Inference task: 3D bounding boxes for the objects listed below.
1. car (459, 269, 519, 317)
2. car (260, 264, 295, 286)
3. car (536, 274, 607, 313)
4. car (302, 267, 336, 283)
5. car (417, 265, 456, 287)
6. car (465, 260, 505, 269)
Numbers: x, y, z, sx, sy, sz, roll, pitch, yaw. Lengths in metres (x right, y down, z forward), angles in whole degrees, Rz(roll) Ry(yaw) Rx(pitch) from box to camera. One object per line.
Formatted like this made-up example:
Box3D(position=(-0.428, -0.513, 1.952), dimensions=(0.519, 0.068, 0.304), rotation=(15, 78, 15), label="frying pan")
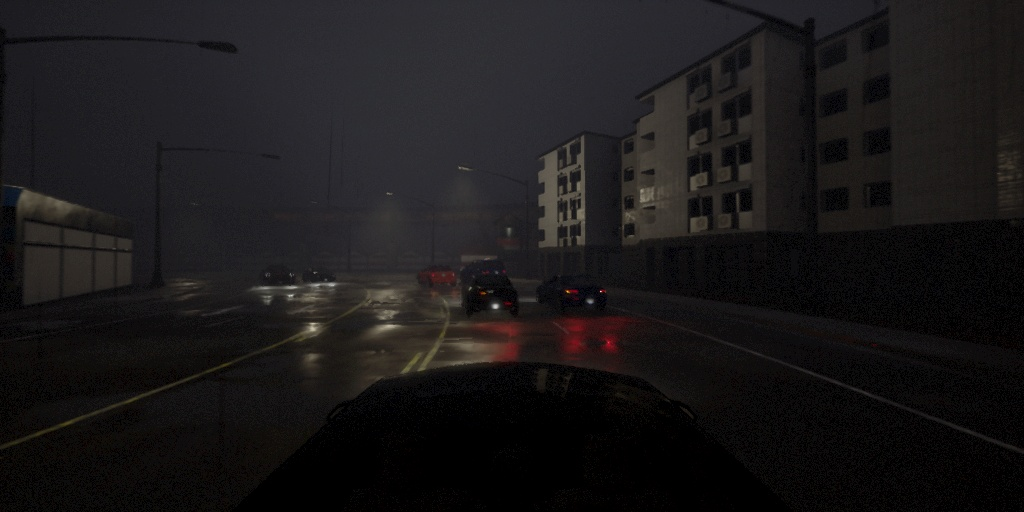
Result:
Box3D(position=(-0.977, 1.431, 14.222), dimensions=(1.837, 1.490, 4.892), rotation=(0, 0, -11), label="car")
Box3D(position=(-19.439, 1.492, 29.689), dimensions=(2.097, 1.767, 4.553), rotation=(1, -1, -39), label="car")
Box3D(position=(2.394, 1.463, 15.164), dimensions=(1.812, 1.442, 4.674), rotation=(0, -1, -11), label="car")
Box3D(position=(-18.326, 1.747, 33.882), dimensions=(2.033, 1.411, 5.357), rotation=(1, -1, -42), label="car")
Box3D(position=(-6.098, 1.478, 28.677), dimensions=(2.097, 1.767, 4.553), rotation=(0, -1, -28), label="car")
Box3D(position=(-2.385, 1.357, 29.199), dimensions=(2.150, 2.045, 5.566), rotation=(1, -1, -27), label="car")
